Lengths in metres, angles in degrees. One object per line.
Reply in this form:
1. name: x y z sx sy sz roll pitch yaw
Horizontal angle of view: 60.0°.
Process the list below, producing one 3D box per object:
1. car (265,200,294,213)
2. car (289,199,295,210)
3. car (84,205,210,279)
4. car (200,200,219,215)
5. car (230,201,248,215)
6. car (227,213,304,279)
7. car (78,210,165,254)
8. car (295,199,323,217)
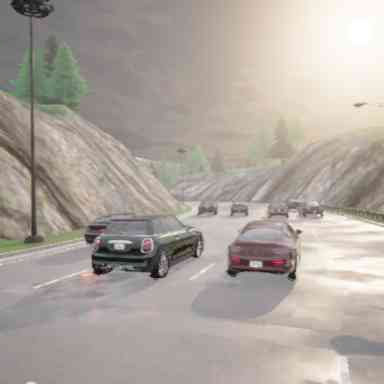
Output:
1. car: 8.107 1.721 31.970 2.033 1.411 5.357 -1 -1 9
2. car: 12.908 1.702 43.157 1.837 1.490 4.892 -1 0 4
3. car: -1.195 1.486 10.854 2.097 1.767 4.553 -1 -1 20
4. car: 1.931 1.709 38.569 2.097 1.767 4.553 -1 -1 8
5. car: 5.276 1.773 37.277 2.128 1.511 4.902 -1 0 8
6. car: 2.328 1.587 10.230 1.812 1.442 4.674 -1 0 20
7. car: -3.123 1.729 15.903 1.837 1.490 4.892 -1 0 18
8. car: 11.591 1.639 32.630 1.812 1.442 4.674 -1 -1 10
